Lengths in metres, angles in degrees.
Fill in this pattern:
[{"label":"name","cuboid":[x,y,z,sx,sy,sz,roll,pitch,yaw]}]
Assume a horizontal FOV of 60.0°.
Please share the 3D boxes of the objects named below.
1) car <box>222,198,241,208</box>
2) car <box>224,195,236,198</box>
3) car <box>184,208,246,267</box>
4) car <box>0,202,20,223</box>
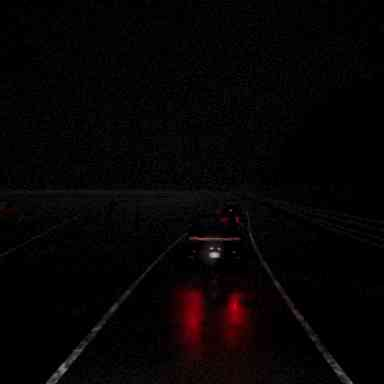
[{"label":"car","cuboid":[4.127,1.635,35.062,1.812,1.442,4.674,0,0,8]},{"label":"car","cuboid":[6.833,1.335,59.355,1.882,1.535,5.008,0,1,5]},{"label":"car","cuboid":[0.842,1.535,11.603,2.128,1.511,4.902,0,0,5]},{"label":"car","cuboid":[-15.120,1.558,26.138,1.882,1.535,5.008,0,-1,-12]}]
